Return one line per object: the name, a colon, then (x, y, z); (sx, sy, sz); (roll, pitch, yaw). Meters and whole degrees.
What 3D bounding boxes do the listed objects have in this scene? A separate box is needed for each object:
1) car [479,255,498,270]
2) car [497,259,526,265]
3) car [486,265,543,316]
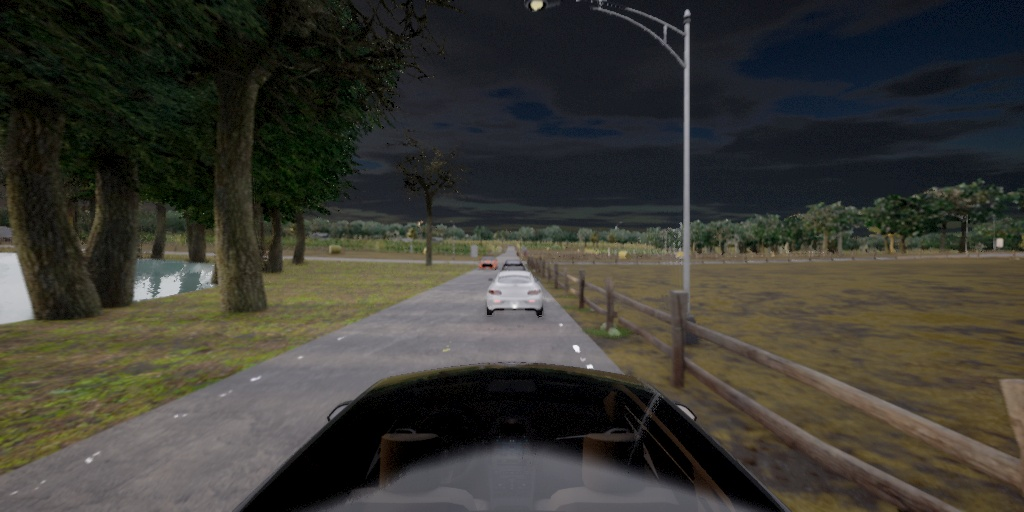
car: (-2.793, 0.745, 42.916); (2.097, 1.767, 4.553); (0, 1, 0)
car: (0.115, 1.028, 30.313); (2.128, 1.511, 4.902); (0, 1, 0)
car: (0.091, 1.218, 12.906); (1.812, 1.442, 4.674); (0, 1, 0)
